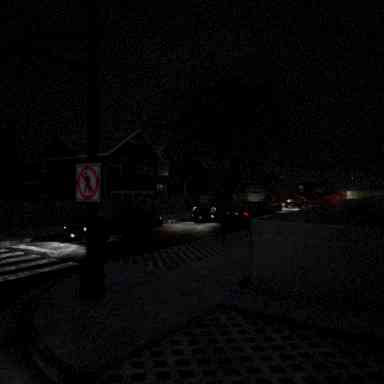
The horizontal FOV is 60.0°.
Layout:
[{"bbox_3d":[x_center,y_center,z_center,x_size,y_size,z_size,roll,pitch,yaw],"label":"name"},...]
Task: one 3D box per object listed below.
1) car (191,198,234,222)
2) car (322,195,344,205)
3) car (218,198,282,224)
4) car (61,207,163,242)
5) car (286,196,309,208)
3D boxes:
[{"bbox_3d":[1.857,1.187,24.671,2.097,1.767,4.553,0,1,34],"label":"car"},{"bbox_3d":[18.899,1.104,44.382,1.882,1.535,5.008,0,1,36],"label":"car"},{"bbox_3d":[4.184,1.391,22.850,2.033,1.411,5.357,0,1,34],"label":"car"},{"bbox_3d":[-3.654,1.460,16.469,2.033,1.411,5.357,0,1,34],"label":"car"},{"bbox_3d":[13.022,1.198,41.116,1.812,1.442,4.674,0,1,34],"label":"car"}]
